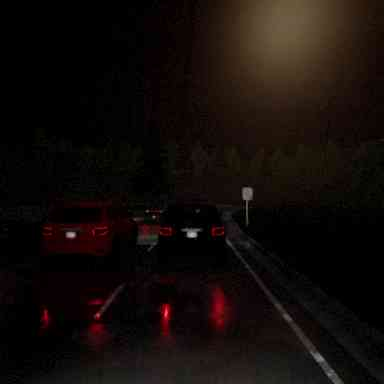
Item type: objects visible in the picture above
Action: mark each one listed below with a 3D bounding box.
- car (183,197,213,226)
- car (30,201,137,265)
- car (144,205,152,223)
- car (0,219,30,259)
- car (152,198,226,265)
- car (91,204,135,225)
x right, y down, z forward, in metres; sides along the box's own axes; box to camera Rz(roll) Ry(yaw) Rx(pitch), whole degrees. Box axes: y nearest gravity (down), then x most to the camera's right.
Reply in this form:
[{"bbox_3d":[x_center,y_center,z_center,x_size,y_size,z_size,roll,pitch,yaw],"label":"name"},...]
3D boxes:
[{"bbox_3d":[0.634,1.477,27.182,2.150,2.045,5.566,0,0,4],"label":"car"},{"bbox_3d":[-3.491,1.340,12.317,2.150,2.045,5.566,0,0,0],"label":"car"},{"bbox_3d":[-2.790,1.756,28.352,2.128,1.511,4.902,0,0,4],"label":"car"},{"bbox_3d":[-6.982,1.722,13.011,1.895,1.301,4.718,0,-1,1],"label":"car"},{"bbox_3d":[0.010,1.340,12.342,2.150,2.045,5.566,0,0,0],"label":"car"},{"bbox_3d":[-6.355,1.803,27.577,2.033,1.411,5.357,0,-1,4],"label":"car"}]
